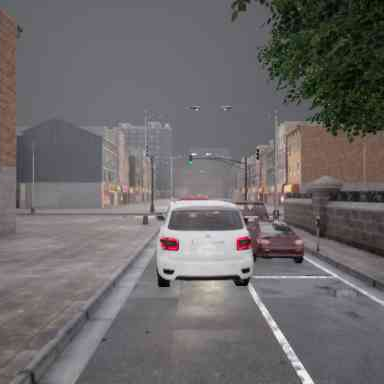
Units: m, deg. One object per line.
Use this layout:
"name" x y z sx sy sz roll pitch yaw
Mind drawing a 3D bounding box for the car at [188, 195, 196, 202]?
"car" -0.036 1.612 83.754 2.097 1.767 4.553 0 0 0

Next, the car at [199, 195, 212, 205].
"car" 2.617 1.486 65.314 2.192 1.841 5.009 1 0 0

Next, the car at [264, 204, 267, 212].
"car" 2.639 1.339 17.134 2.192 1.841 5.009 1 0 0

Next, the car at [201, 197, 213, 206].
"car" 2.618 1.693 59.876 1.887 1.381 4.507 1 0 0

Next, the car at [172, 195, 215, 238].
"car" 0.227 1.252 19.508 2.150 2.045 5.566 0 0 3

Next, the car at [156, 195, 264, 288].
"car" 0.165 1.234 9.448 2.150 2.045 5.566 0 0 -3

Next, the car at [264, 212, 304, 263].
"car" 2.639 1.596 11.685 1.802 1.307 4.206 1 0 0

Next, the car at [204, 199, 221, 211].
"car" 2.625 1.635 43.564 1.887 1.381 4.507 1 0 0
